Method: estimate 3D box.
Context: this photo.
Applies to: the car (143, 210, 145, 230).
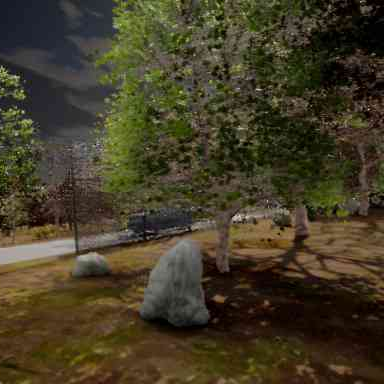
[{"bbox_3d":[-1.756,1.669,20.406,1.837,1.490,4.892,-5,-2,34],"label":"car"}]
